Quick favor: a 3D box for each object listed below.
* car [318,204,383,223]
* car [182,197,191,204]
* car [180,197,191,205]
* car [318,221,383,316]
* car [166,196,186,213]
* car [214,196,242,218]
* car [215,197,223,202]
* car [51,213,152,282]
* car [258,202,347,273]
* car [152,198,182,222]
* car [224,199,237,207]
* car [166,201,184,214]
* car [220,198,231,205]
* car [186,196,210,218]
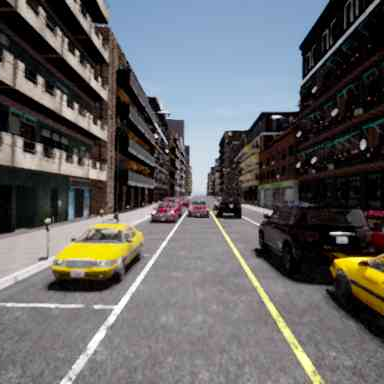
[{"bbox_3d":[5.861,1.458,9.912,2.192,1.841,5.009,1,0,1],"label":"car"},{"bbox_3d":[-1.146,1.912,72.086,1.887,1.381,4.507,1,0,1],"label":"car"},{"bbox_3d":[-1.269,1.776,66.451,1.967,1.590,4.097,1,0,1],"label":"car"},{"bbox_3d":[3.965,1.545,5.368,1.801,1.575,5.366,1,0,1],"label":"car"},{"bbox_3d":[-2.017,1.463,32.643,2.192,1.841,5.009,1,0,1],"label":"car"},{"bbox_3d":[3.722,1.462,33.621,2.150,2.045,5.566,1,0,1],"label":"car"},{"bbox_3d":[7.732,2.166,94.433,2.008,1.369,4.403,1,0,1],"label":"car"},{"bbox_3d":[-2.525,1.543,9.931,1.752,1.417,4.829,1,0,1],"label":"car"},{"bbox_3d":[3.774,1.338,11.172,2.150,2.045,5.566,1,0,-1],"label":"car"},{"bbox_3d":[-2.145,1.556,27.007,1.967,1.590,4.097,1,0,1],"label":"car"},{"bbox_3d":[6.985,1.956,60.796,1.752,1.417,4.829,1,0,1],"label":"car"},{"bbox_3d":[-1.897,1.761,38.276,1.802,1.307,4.206,1,0,1],"label":"car"},{"bbox_3d":[7.231,2.037,71.895,1.887,1.381,4.507,1,0,1],"label":"car"},{"bbox_3d":[0.673,1.540,32.711,2.097,1.767,4.553,1,0,1],"label":"car"}]
